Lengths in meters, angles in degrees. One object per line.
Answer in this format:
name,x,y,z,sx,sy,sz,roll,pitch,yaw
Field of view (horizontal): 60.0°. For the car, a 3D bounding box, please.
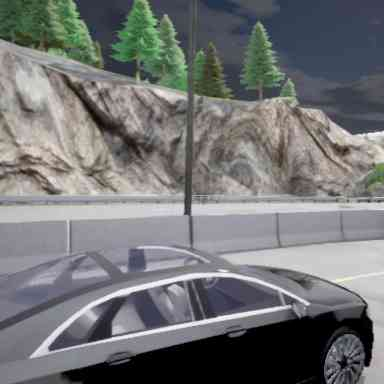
car,-0.118,1.346,3.483,4.902,1.511,2.128,0,2,-30
